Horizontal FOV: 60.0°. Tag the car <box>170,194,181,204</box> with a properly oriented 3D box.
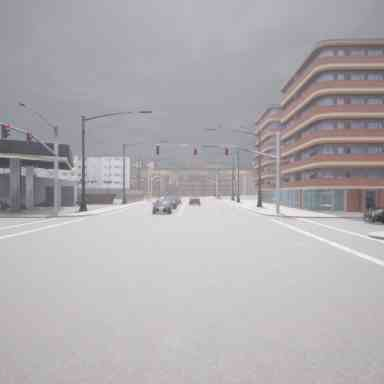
[{"bbox_3d":[-3.198,1.352,65.091,2.097,1.767,4.553,0,0,0],"label":"car"}]

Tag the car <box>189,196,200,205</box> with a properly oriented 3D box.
[{"bbox_3d":[0.477,1.526,59.841,1.812,1.442,4.674,0,0,0],"label":"car"}]

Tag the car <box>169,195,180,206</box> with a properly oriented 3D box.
[{"bbox_3d":[-3.126,1.352,44.919,2.097,1.767,4.553,0,0,0],"label":"car"}]

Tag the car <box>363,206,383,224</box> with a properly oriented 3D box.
[{"bbox_3d":[14.727,1.352,23.648,4.553,1.767,2.097,0,0,1],"label":"car"}]

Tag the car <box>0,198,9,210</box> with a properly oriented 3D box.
[{"bbox_3d":[-23.937,1.456,39.397,3.806,1.475,1.970,0,0,1],"label":"car"}]

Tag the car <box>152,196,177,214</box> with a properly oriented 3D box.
[{"bbox_3d":[-3.070,1.492,35.201,2.128,1.511,4.902,0,0,0],"label":"car"}]
